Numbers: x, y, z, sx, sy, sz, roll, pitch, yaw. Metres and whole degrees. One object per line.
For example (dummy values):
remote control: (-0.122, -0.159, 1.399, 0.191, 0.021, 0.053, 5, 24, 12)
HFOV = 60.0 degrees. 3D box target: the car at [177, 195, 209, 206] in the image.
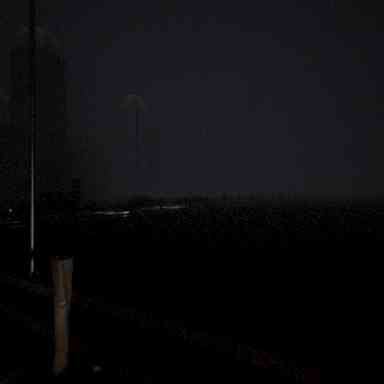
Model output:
car: (0.166, 1.050, 43.184, 1.895, 1.301, 4.718, 1, 1, 35)

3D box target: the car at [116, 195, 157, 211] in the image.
car: (-5.764, 1.071, 34.785, 1.882, 1.535, 5.008, 1, 1, 35)

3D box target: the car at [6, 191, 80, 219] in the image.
car: (-11.629, 0.961, 26.453, 2.150, 2.045, 5.566, 1, 1, 35)
